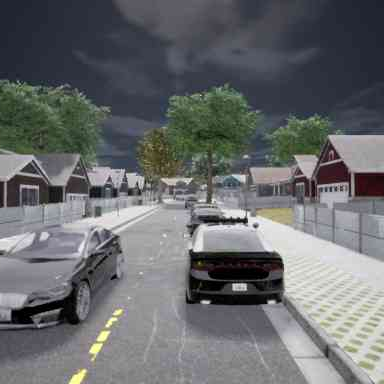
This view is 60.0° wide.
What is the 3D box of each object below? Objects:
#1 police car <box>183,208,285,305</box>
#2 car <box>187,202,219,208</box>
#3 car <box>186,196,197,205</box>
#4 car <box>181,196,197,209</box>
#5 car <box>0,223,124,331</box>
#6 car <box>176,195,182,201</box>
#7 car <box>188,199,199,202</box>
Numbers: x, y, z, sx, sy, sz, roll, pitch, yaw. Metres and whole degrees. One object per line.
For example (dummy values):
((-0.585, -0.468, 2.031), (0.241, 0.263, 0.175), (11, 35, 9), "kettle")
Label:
((0.813, 1.426, 8.286), (1.930, 1.638, 5.238), (0, 0, 0), "police car")
((0.798, 1.504, 18.179), (1.837, 1.490, 4.892), (0, 0, 0), "car")
((-0.085, 1.513, 60.480), (1.812, 1.442, 4.674), (0, 0, 0), "car")
((-0.033, 1.480, 46.084), (2.128, 1.511, 4.902), (0, 0, 0), "car")
((-2.762, 1.493, 7.200), (2.128, 1.511, 4.902), (0, 0, 0), "car")
((-2.865, 1.523, 80.793), (1.812, 1.442, 4.674), (0, 0, 0), "car")
((0.790, 1.502, 24.180), (1.837, 1.490, 4.892), (0, 0, 0), "car")
